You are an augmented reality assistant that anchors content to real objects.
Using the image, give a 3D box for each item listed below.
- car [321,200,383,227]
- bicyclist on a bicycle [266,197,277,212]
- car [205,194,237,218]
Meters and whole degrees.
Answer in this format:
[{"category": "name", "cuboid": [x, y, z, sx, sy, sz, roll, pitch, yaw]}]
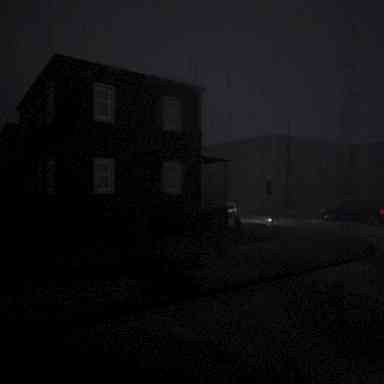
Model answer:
[{"category": "car", "cuboid": [11.346, 1.326, 23.043, 2.097, 1.767, 4.553, 0, 0, -38]}, {"category": "bicyclist on a bicycle", "cuboid": [8.322, 1.317, 34.790, 1.656, 1.620, 0.582, 0, 0, -35]}, {"category": "car", "cuboid": [1.575, 1.200, 29.786, 2.150, 2.045, 5.566, 0, 0, -35]}]
